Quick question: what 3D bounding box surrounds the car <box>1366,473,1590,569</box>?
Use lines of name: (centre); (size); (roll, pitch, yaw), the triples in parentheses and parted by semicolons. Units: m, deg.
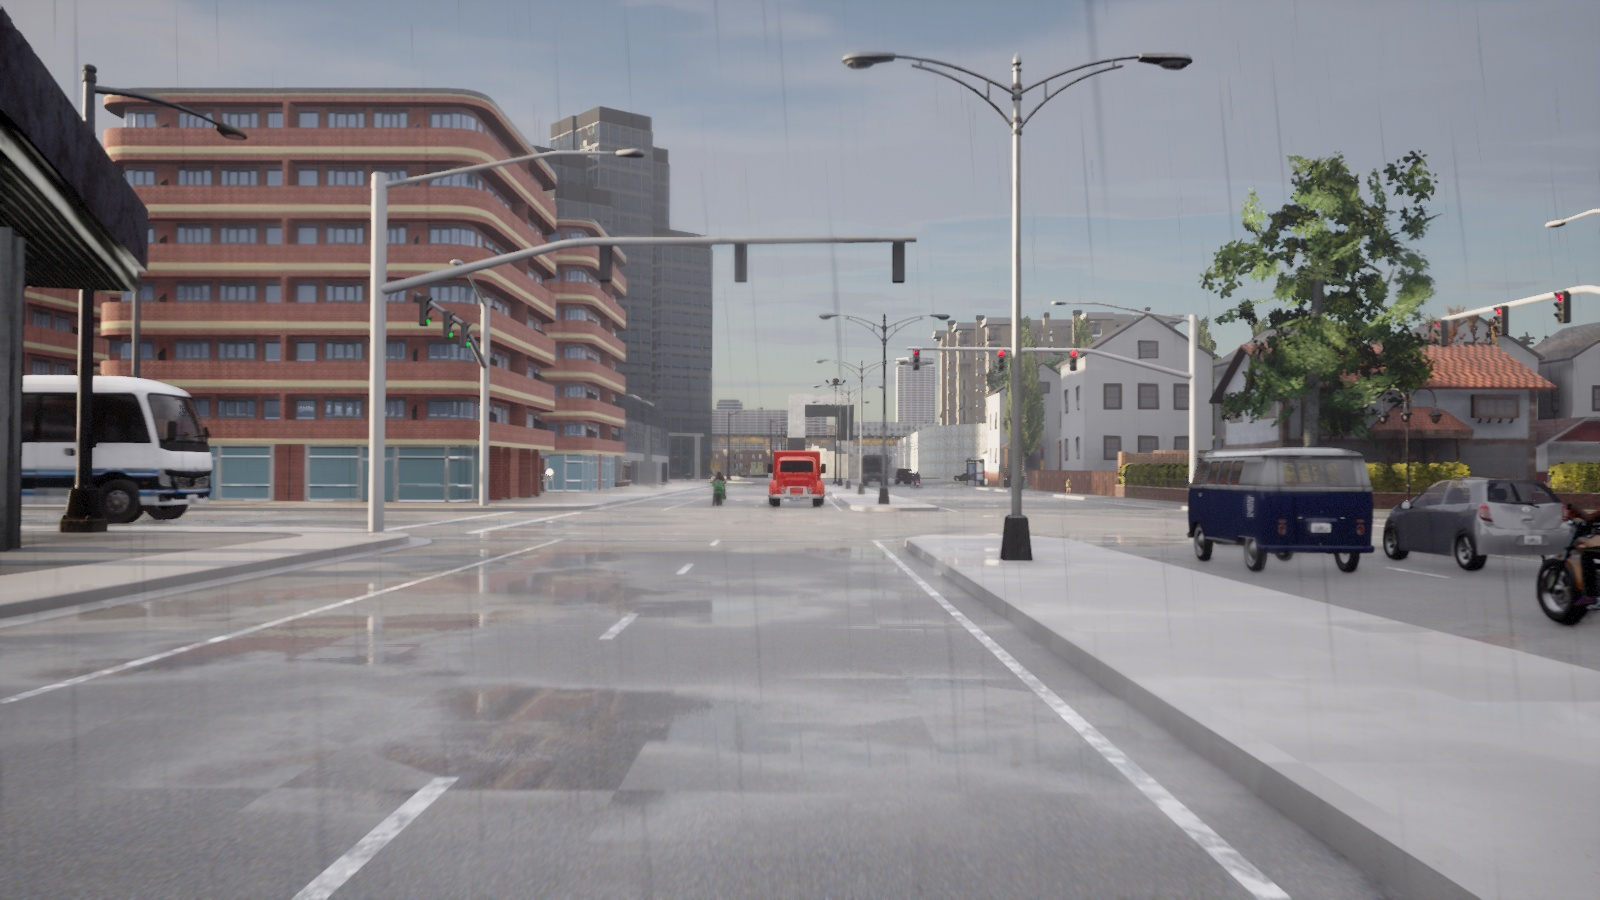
car: (11.448, 1.143, 21.510); (1.845, 1.501, 3.633); (0, -1, 0)

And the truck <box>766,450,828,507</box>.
truck: (-0.139, 1.277, 56.602); (2.627, 2.467, 5.204); (0, -1, 0)

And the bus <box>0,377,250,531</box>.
bus: (-22.075, 0.141, 36.707); (10.273, 4.253, 3.944); (0, -1, -1)

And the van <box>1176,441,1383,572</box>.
van: (7.947, 0.892, 21.286); (1.775, 1.987, 4.442); (0, -1, 0)

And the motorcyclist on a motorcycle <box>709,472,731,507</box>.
motorcyclist on a motorcycle: (-3.541, 1.741, 55.573); (0.797, 1.523, 2.044); (0, -1, 2)

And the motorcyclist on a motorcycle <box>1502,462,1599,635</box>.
motorcyclist on a motorcycle: (7.970, 0.940, 12.374); (0.766, 1.649, 2.350); (0, -1, 0)
